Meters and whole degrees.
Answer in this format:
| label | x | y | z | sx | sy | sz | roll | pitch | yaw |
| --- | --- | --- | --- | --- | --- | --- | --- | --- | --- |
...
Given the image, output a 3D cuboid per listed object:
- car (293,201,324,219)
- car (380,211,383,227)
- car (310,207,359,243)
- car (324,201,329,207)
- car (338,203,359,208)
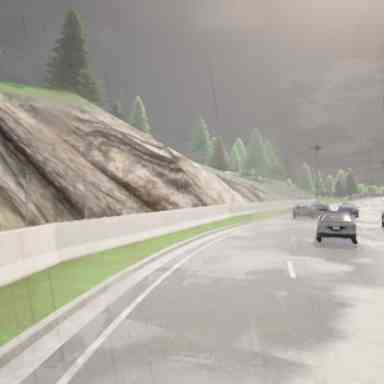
| label | x | y | z | sx | sy | sz | roll | pitch | yaw |
| --- | --- | --- | --- | --- | --- | --- | --- | --- | --- |
| car | 11.004 | 1.804 | 32.063 | 2.128 | 1.511 | 4.902 | 0 | -1 | 28 |
| car | 13.732 | 1.700 | 22.071 | 1.882 | 1.535 | 5.008 | 0 | 0 | 26 |
| car | 7.582 | 1.720 | 17.437 | 2.033 | 1.411 | 5.357 | 0 | -1 | 24 |
| car | 15.851 | 1.894 | 41.144 | 2.128 | 1.511 | 4.902 | 0 | -1 | 28 |
| car | 15.867 | 1.859 | 33.745 | 1.812 | 1.442 | 4.674 | 0 | 0 | 28 |
